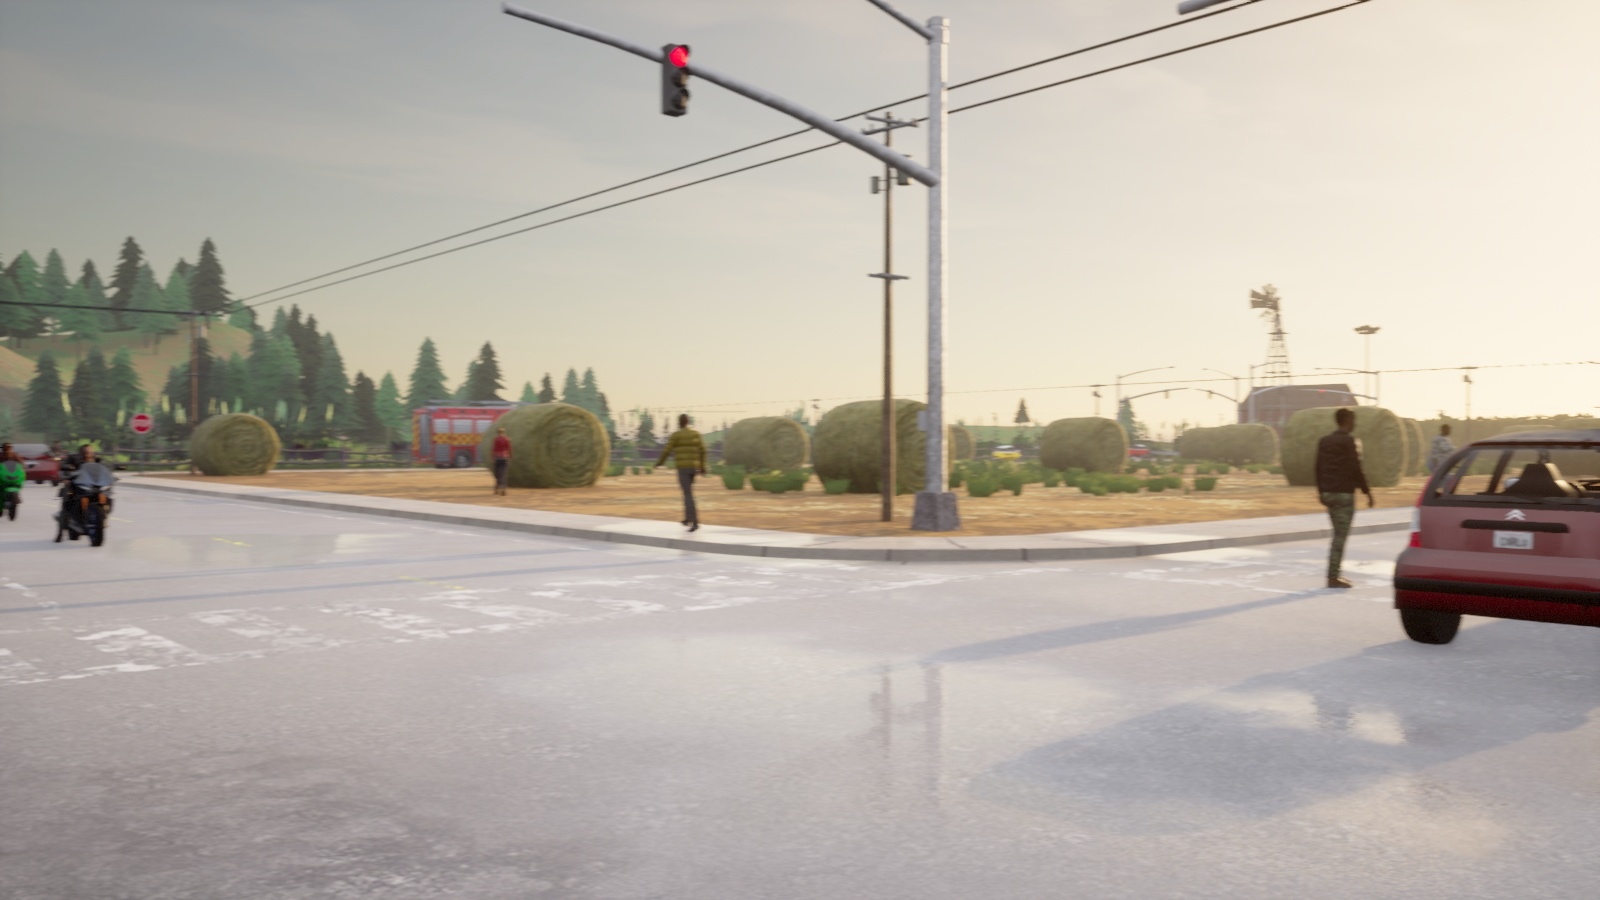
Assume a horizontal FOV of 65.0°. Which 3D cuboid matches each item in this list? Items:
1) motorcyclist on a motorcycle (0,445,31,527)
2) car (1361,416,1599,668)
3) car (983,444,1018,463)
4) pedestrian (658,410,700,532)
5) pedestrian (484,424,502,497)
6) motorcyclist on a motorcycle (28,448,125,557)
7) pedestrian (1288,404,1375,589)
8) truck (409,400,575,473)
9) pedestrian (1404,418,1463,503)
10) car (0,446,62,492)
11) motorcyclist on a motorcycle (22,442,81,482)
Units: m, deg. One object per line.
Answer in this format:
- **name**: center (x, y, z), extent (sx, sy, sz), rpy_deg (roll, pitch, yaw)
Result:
- **motorcyclist on a motorcycle**: center (-15.507, 0.663, 24.250), extent (0.797, 1.523, 2.044), rpy_deg (0, 0, -40)
- **car**: center (6.215, 0.572, 9.833), extent (3.988, 1.617, 1.851), rpy_deg (-1, 0, -42)
- **car**: center (15.070, 0.280, 94.197), extent (2.207, 1.376, 1.481), rpy_deg (-1, 1, -38)
- **pedestrian**: center (-1.868, 0.317, 19.343), extent (0.370, 1.835, 0.726), rpy_deg (0, 0, -31)
- **pedestrian**: center (-7.797, 0.260, 31.849), extent (0.331, 1.846, 0.636), rpy_deg (0, 0, -23)
- **motorcyclist on a motorcycle**: center (-10.833, 0.731, 18.770), extent (0.866, 1.530, 2.191), rpy_deg (0, 0, -40)
- **pedestrian**: center (5.400, 0.461, 12.771), extent (0.703, 1.840, 0.431), rpy_deg (0, 0, -17)
- **truck**: center (-16.931, -0.738, 69.484), extent (8.468, 3.827, 2.891), rpy_deg (0, 0, -38)
- **pedestrian**: center (14.022, 0.225, 27.795), extent (0.874, 1.855, 0.900), rpy_deg (0, 0, -39)
- **car**: center (-27.156, 0.616, 43.302), extent (2.163, 1.488, 4.792), rpy_deg (0, 0, -40)
- **motorcyclist on a motorcycle**: center (-32.769, 0.504, 55.022), extent (0.766, 1.649, 2.350), rpy_deg (2, 1, 12)
